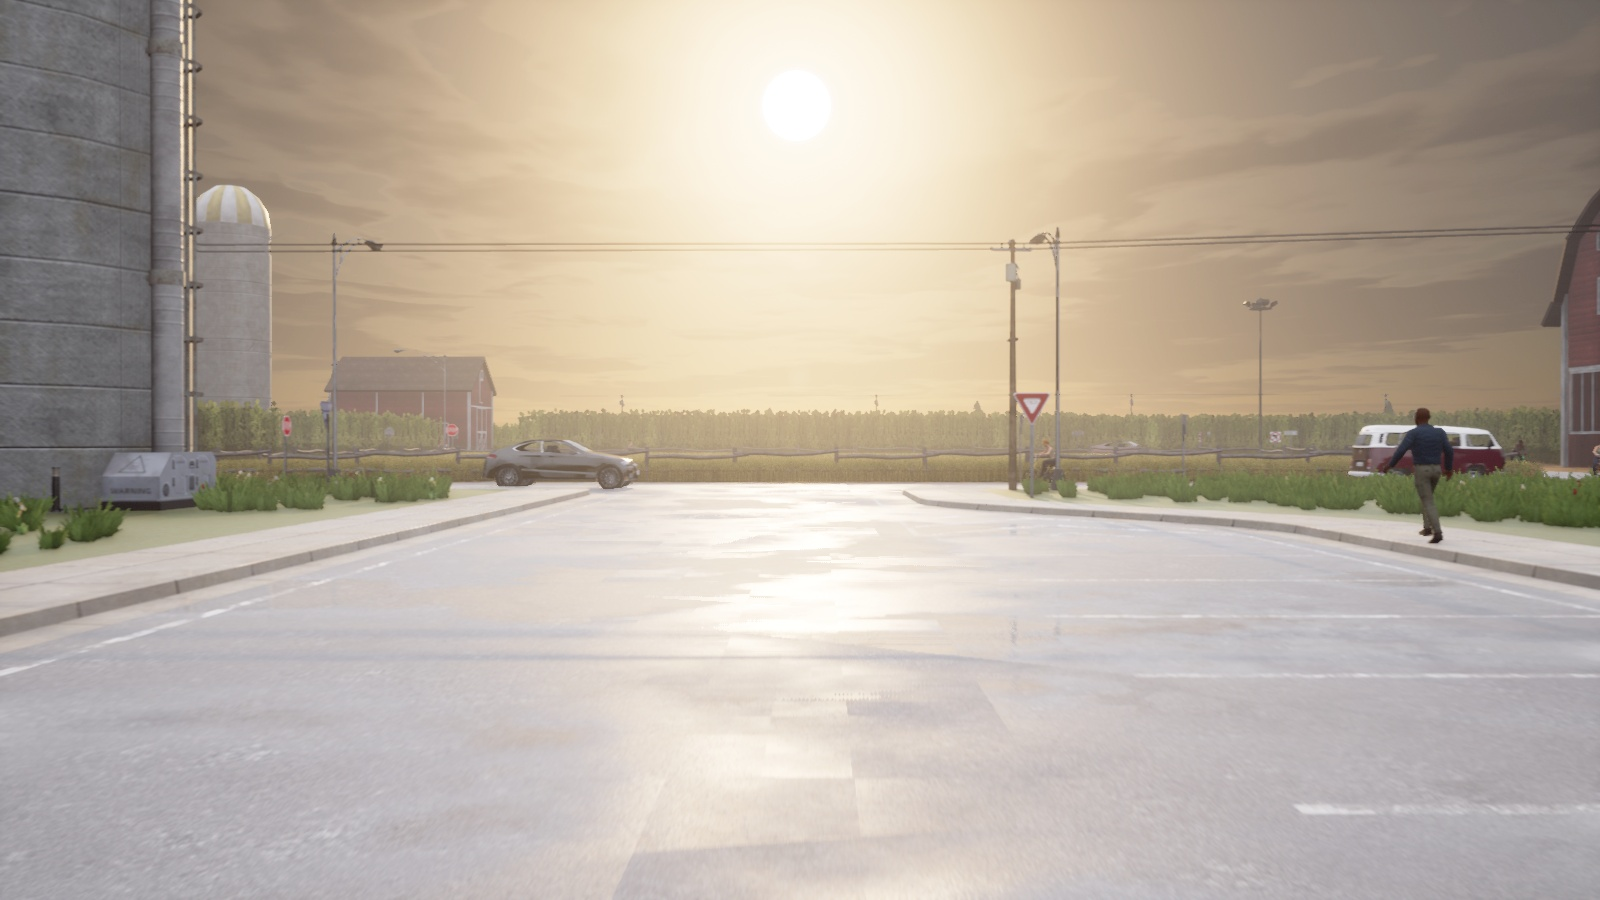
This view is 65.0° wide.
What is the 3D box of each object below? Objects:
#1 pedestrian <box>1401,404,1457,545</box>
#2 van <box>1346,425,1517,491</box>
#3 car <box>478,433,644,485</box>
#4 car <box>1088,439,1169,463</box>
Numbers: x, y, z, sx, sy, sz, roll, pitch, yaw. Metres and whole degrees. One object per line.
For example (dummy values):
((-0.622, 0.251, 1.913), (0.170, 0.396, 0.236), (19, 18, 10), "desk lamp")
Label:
((8.370, 0.314, 16.722), (0.370, 1.835, 0.726), (0, 0, -1), "pedestrian")
((20.400, 0.252, 40.708), (4.480, 2.038, 2.069), (1, 0, 1), "van")
((-7.789, 0.286, 41.256), (5.027, 1.651, 2.152), (0, 0, 1), "car")
((22.968, 0.048, 87.907), (5.027, 1.651, 2.152), (0, 0, 32), "car")
